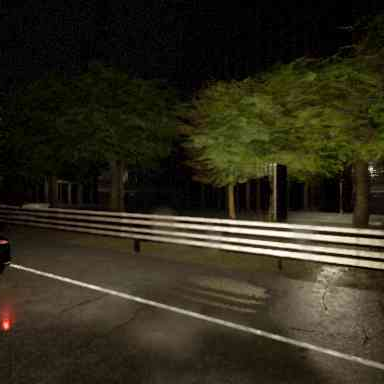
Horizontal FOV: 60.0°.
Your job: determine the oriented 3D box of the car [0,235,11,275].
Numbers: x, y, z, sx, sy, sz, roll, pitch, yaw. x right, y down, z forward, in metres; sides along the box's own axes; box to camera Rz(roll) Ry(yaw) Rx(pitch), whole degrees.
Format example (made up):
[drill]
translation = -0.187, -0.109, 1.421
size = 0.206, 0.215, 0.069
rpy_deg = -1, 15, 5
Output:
[car]
translation = -6.663, 1.397, 8.746
size = 4.902, 1.511, 2.128
rpy_deg = 1, 0, 35
